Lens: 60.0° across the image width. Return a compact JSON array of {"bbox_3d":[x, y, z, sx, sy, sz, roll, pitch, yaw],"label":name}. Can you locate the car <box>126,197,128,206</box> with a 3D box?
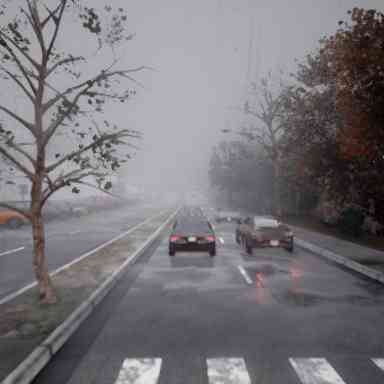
[{"bbox_3d":[-13.821,1.878,55.711,4.892,1.521,2.231,-1,0,-20],"label":"car"}]

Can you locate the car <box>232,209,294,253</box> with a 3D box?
[{"bbox_3d":[3.014,1.693,14.383,1.812,1.442,4.674,0,-1,0],"label":"car"}]

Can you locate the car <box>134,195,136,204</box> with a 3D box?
[{"bbox_3d":[-13.812,1.903,64.658,4.674,1.452,2.002,-1,0,-20],"label":"car"}]

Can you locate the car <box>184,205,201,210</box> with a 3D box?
[{"bbox_3d":[0.017,1.880,28.989,2.033,1.411,5.357,0,0,0],"label":"car"}]

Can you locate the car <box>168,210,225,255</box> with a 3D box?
[{"bbox_3d":[0.009,1.710,13.993,2.033,1.411,5.357,0,-1,0],"label":"car"}]

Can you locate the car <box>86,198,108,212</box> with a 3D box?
[{"bbox_3d":[-13.837,1.929,43.775,4.674,1.452,2.002,-1,0,-20],"label":"car"}]

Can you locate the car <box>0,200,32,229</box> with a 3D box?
[{"bbox_3d":[-13.838,1.642,22.891,4.553,1.767,2.185,-1,0,-20],"label":"car"}]

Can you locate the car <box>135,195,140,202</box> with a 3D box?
[{"bbox_3d":[-13.787,1.887,67.677,4.792,1.488,2.163,-1,0,-20],"label":"car"}]

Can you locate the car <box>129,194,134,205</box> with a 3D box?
[{"bbox_3d":[-13.792,1.741,61.685,4.553,1.767,2.185,-1,0,-20],"label":"car"}]

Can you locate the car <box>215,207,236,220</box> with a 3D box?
[{"bbox_3d":[3.018,1.934,29.101,1.895,1.301,4.718,0,0,0],"label":"car"}]

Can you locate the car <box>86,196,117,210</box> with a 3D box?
[{"bbox_3d":[-13.867,1.639,46.746,5.566,2.045,2.435,-1,0,-20],"label":"car"}]

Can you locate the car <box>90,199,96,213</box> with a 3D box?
[{"bbox_3d":[-13.820,1.908,37.818,4.792,1.488,2.163,-1,-1,-20],"label":"car"}]

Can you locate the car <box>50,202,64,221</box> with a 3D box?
[{"bbox_3d":[-13.853,1.866,28.849,4.674,1.452,2.002,-1,0,-20],"label":"car"}]

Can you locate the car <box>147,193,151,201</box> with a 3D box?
[{"bbox_3d":[-13.964,1.826,85.606,5.366,1.575,1.946,-1,0,-20],"label":"car"}]

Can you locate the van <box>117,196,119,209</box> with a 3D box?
[{"bbox_3d":[-13.729,1.659,49.789,4.442,1.987,1.878,-1,0,-20],"label":"van"}]

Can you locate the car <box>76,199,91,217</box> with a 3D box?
[{"bbox_3d":[-13.679,1.860,34.890,5.366,1.575,1.946,-1,-1,-20],"label":"car"}]

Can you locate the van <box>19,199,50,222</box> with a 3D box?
[{"bbox_3d":[-13.757,1.574,25.919,4.442,1.987,1.878,-1,-1,-20],"label":"van"}]

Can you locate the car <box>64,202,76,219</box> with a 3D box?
[{"bbox_3d":[-13.881,1.880,31.821,4.792,1.488,2.163,-1,0,-20],"label":"car"}]

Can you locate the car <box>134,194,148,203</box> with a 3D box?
[{"bbox_3d":[-13.773,1.868,79.682,4.792,1.488,2.163,-1,0,-20],"label":"car"}]

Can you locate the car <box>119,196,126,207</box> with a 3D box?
[{"bbox_3d":[-13.809,1.630,52.742,5.566,2.045,2.435,-1,0,-20],"label":"car"}]

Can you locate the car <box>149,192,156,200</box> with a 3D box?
[{"bbox_3d":[-13.763,1.553,91.697,5.566,2.045,2.435,-1,0,-20],"label":"car"}]
